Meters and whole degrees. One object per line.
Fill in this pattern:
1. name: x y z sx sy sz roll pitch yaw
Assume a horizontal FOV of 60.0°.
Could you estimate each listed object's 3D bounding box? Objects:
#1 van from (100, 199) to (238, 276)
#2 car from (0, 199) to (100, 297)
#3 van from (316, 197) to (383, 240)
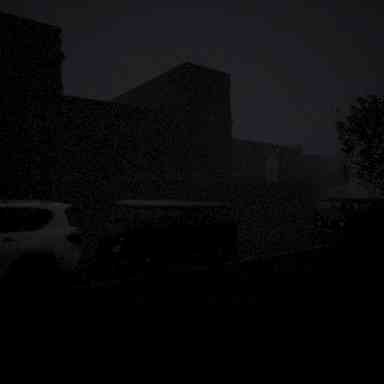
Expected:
1. van: -0.678 1.229 10.097 4.442 1.987 1.878 2 0 -39
2. car: -5.140 1.181 6.877 5.566 2.045 2.435 2 0 -37
3. van: 8.025 1.294 17.125 4.442 1.987 1.878 2 0 -43
